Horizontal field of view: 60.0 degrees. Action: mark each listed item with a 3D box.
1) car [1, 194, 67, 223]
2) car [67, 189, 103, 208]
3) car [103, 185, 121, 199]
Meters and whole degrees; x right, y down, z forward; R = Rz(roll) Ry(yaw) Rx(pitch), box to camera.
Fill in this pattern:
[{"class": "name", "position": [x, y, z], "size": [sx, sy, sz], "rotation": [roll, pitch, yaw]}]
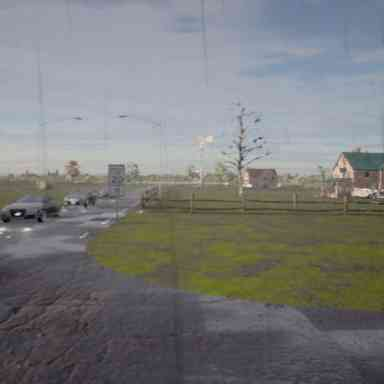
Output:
[{"class": "car", "position": [-8.800, 0.855, 18.548], "size": [1.994, 1.385, 4.181], "rotation": [0, 2, -4]}, {"class": "car", "position": [-9.417, 0.487, 28.370], "size": [2.128, 1.511, 4.902], "rotation": [0, 2, -4]}, {"class": "car", "position": [-10.259, -0.059, 41.923], "size": [2.097, 1.767, 4.553], "rotation": [0, 2, -3]}]
